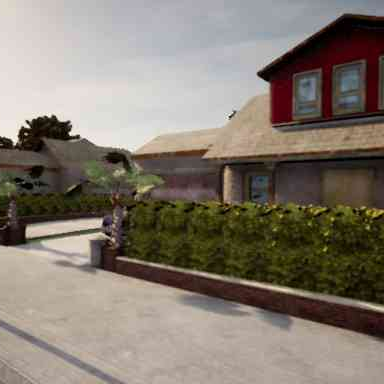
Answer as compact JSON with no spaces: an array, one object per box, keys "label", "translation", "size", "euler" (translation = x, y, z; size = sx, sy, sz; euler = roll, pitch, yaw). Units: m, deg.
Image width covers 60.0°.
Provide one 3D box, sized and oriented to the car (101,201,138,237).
[{"label":"car","translation":[-2.205,1.149,14.451],"size":[1.845,1.501,3.633],"euler":[1,0,34]}]
